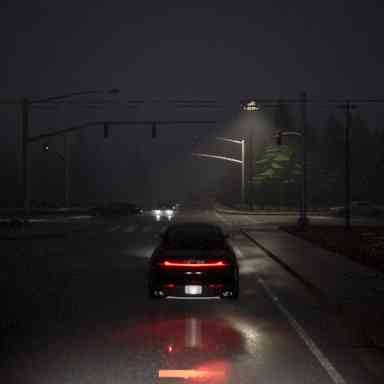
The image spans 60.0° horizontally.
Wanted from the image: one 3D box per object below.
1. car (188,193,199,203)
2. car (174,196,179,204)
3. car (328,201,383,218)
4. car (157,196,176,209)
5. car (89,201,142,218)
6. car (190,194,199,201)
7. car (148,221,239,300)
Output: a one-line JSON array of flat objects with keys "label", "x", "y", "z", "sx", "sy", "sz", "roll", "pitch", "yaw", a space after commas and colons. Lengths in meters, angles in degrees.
[{"label": "car", "x": 0.314, "y": 1.224, "z": 70.429, "sx": 2.150, "sy": 2.045, "sz": 5.566, "roll": 0, "pitch": 0, "yaw": 2}, {"label": "car", "x": -3.562, "y": 1.477, "z": 54.082, "sx": 1.882, "sy": 1.535, "sz": 5.008, "roll": 0, "pitch": 0, "yaw": 0}, {"label": "car", "x": 14.557, "y": 1.553, "z": 29.518, "sx": 4.674, "sy": 1.442, "sz": 1.812, "roll": -1, "pitch": 0, "yaw": 1}, {"label": "car", "x": -3.587, "y": 1.601, "z": 44.800, "sx": 1.895, "sy": 1.301, "sz": 4.718, "roll": 0, "pitch": 0, "yaw": 0}, {"label": "car", "x": -6.836, "y": 1.542, "z": 29.920, "sx": 4.674, "sy": 1.442, "sz": 1.812, "roll": 0, "pitch": 0, "yaw": 1}, {"label": "car", "x": 0.588, "y": 1.355, "z": 80.821, "sx": 2.097, "sy": 1.767, "sz": 4.553, "roll": 0, "pitch": 0, "yaw": 2}, {"label": "car", "x": 0.050, "y": 1.501, "z": 8.396, "sx": 1.837, "sy": 1.490, "sz": 4.892, "roll": 0, "pitch": 0, "yaw": 1}]
